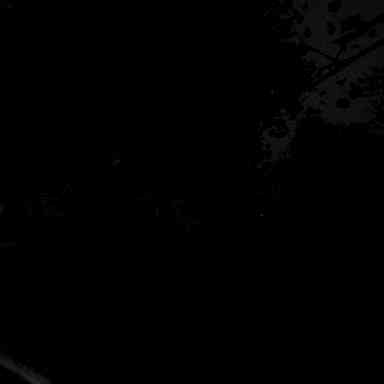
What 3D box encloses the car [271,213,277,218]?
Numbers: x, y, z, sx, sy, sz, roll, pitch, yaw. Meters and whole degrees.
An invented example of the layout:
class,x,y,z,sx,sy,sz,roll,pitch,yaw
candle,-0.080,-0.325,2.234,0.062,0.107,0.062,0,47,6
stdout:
class,x,y,z,sx,sy,sz,roll,pitch,yaw
car,11.310,3.377,50.052,5.008,1.535,1.882,3,-4,-38
